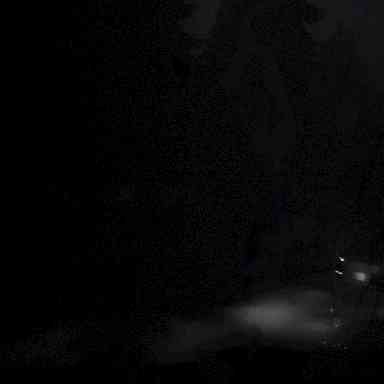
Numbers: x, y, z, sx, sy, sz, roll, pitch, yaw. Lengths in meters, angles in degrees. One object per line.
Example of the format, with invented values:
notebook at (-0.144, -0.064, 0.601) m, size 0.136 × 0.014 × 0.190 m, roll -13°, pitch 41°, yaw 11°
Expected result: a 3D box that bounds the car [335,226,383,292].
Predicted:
car at (5.671, 1.612, 8.652) m, size 4.902 × 1.511 × 2.128 m, roll 1°, pitch -1°, yaw -36°
